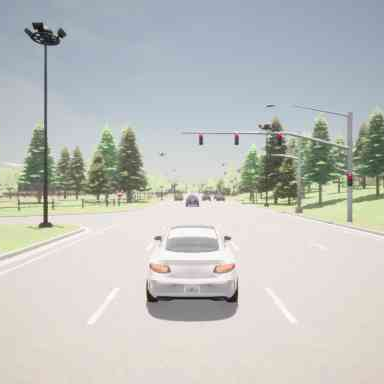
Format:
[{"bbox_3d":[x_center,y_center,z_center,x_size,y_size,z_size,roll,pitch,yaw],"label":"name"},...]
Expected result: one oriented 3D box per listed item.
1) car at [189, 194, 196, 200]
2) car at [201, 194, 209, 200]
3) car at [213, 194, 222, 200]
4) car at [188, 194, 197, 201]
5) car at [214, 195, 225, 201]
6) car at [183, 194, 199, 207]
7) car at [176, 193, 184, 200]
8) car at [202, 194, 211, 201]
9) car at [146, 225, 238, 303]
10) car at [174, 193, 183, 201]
[{"bbox_3d":[0.134,1.332,93.042,1.837,1.490,4.892,0,0,0],"label":"car"},{"bbox_3d":[3.634,1.372,93.037,2.033,1.411,5.357,0,0,0],"label":"car"},{"bbox_3d":[7.134,1.385,93.032,1.994,1.385,4.181,0,0,0],"label":"car"},{"bbox_3d":[0.120,1.348,83.009,2.097,1.767,4.553,0,0,0],"label":"car"},{"bbox_3d":[7.119,1.517,82.612,2.128,1.511,4.902,0,0,0],"label":"car"},{"bbox_3d":[0.075,1.352,51.979,2.097,1.767,4.553,0,0,0],"label":"car"},{"bbox_3d":[-3.366,1.187,93.017,2.097,1.767,4.553,0,0,0],"label":"car"},{"bbox_3d":[3.620,1.348,83.004,2.097,1.767,4.553,0,0,0],"label":"car"},{"bbox_3d":[0.018,1.526,8.106,1.812,1.442,4.674,0,0,0],"label":"car"},{"bbox_3d":[-3.380,1.544,83.010,1.994,1.385,4.181,0,0,0],"label":"car"}]
